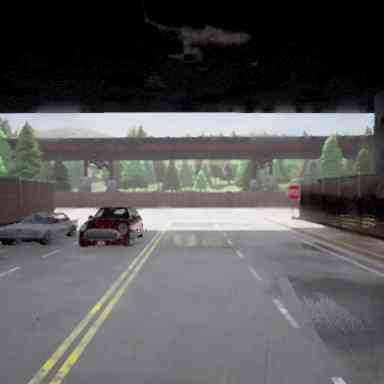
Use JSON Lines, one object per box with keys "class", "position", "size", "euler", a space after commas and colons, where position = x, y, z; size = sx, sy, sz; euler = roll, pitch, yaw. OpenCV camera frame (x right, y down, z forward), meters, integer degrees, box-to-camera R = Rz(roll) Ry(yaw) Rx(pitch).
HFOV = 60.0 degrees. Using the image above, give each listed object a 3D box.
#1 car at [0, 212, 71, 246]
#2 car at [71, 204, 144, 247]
{"class": "car", "position": [-7.028, 1.665, 15.700], "size": [1.895, 1.301, 4.718], "euler": [0, 0, 1]}
{"class": "car", "position": [-3.533, 1.413, 15.227], "size": [2.097, 1.767, 4.553], "euler": [0, 0, 0]}
